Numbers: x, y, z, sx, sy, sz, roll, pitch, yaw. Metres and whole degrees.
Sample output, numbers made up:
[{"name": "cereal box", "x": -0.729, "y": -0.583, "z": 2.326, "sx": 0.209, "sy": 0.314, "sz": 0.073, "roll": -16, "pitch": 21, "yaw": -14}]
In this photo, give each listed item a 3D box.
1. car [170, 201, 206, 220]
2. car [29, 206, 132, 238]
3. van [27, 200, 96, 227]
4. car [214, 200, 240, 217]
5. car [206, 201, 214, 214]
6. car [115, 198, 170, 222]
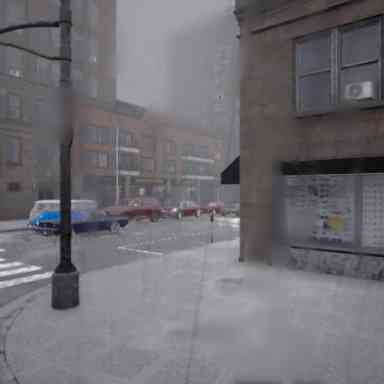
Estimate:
[{"name": "car", "x": -1.002, "y": 1.478, "z": 28.829, "sx": 1.967, "sy": 1.590, "sz": 4.097, "roll": 0, "pitch": 0, "yaw": 36}, {"name": "car", "x": -5.710, "y": 1.627, "z": 17.609, "sx": 1.895, "sy": 1.301, "sz": 4.718, "roll": 0, "pitch": 0, "yaw": 36}, {"name": "van", "x": -7.557, "y": 1.370, "z": 19.757, "sx": 1.690, "sy": 1.788, "sz": 3.998, "roll": 0, "pitch": 0, "yaw": 36}, {"name": "car", "x": 4.429, "y": 1.547, "z": 31.626, "sx": 1.837, "sy": 1.490, "sz": 4.892, "roll": 0, "pitch": 0, "yaw": 36}, {"name": "car", "x": 2.275, "y": 1.587, "z": 33.364, "sx": 1.887, "sy": 1.381, "sz": 4.507, "roll": 0, "pitch": 0, "yaw": 36}, {"name": "car", "x": -4.280, "y": 1.348, "z": 24.294, "sx": 2.192, "sy": 1.841, "sz": 5.009, "roll": 0, "pitch": 0, "yaw": 36}]
